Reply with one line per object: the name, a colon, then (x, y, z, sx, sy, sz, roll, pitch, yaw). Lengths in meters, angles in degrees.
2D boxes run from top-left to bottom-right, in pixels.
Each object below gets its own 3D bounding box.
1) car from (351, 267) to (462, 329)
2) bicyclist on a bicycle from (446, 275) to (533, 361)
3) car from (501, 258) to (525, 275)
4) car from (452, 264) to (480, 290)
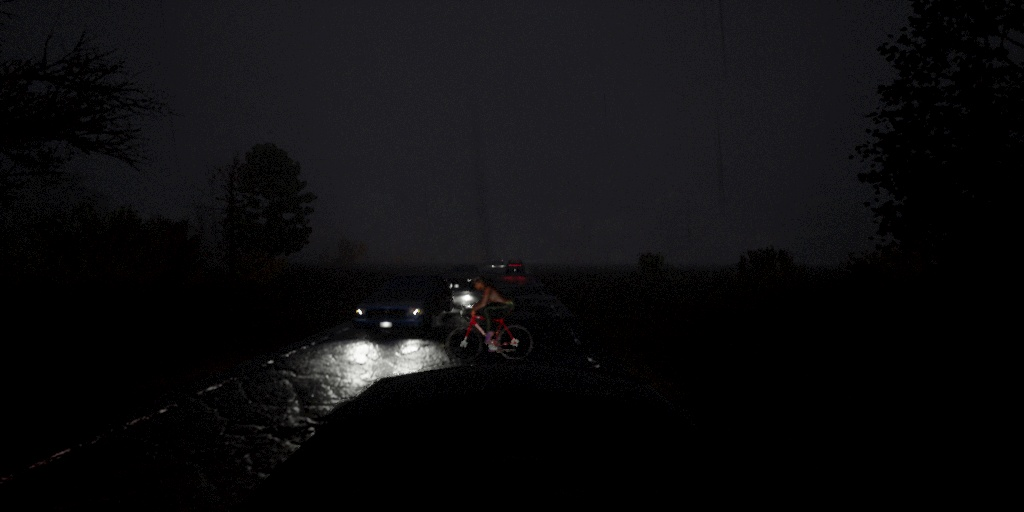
car: (-3.052, 1.260, 11.334, 2.033, 1.411, 5.357, 0, 0, 0)
bicyclist on a bicycle: (-0.434, 1.185, 6.752, 1.656, 1.620, 0.582, -1, 0, 0)
car: (0.315, 1.106, 36.125, 2.128, 1.511, 4.902, 0, 0, 0)
car: (-2.971, 1.219, 22.033, 2.033, 1.411, 5.357, 0, 0, 0)
